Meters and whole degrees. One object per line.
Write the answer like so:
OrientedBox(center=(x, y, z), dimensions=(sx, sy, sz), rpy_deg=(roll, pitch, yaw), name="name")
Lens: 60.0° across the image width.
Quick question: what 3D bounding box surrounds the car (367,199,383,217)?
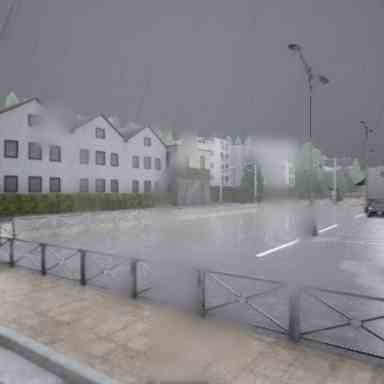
OrientedBox(center=(15.395, 1.298, 26.832), dimensions=(2.007, 1.523, 4.514), rpy_deg=(0, 0, 35), name="car")
